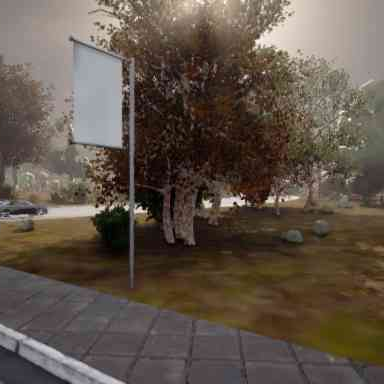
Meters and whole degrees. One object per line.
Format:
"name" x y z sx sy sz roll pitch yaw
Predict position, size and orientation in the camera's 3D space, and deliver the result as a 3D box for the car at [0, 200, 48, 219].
"car" -15.058 1.438 28.883 2.128 1.511 4.902 0 0 39
